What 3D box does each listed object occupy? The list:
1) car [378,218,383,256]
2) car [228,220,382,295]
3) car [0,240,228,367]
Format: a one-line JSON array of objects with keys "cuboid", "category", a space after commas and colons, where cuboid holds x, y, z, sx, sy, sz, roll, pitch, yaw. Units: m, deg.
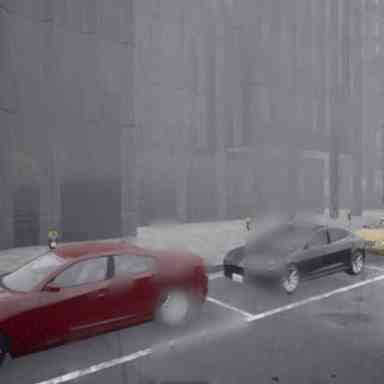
[{"cuboid": [7.251, 1.451, 11.798, 4.829, 1.417, 1.752, 0, 0, -35], "category": "car"}, {"cuboid": [2.795, 1.523, 8.631, 4.313, 1.339, 1.947, 0, 0, -35], "category": "car"}, {"cuboid": [-1.799, 1.535, 5.365, 4.507, 1.381, 1.887, 0, 0, -35], "category": "car"}]
